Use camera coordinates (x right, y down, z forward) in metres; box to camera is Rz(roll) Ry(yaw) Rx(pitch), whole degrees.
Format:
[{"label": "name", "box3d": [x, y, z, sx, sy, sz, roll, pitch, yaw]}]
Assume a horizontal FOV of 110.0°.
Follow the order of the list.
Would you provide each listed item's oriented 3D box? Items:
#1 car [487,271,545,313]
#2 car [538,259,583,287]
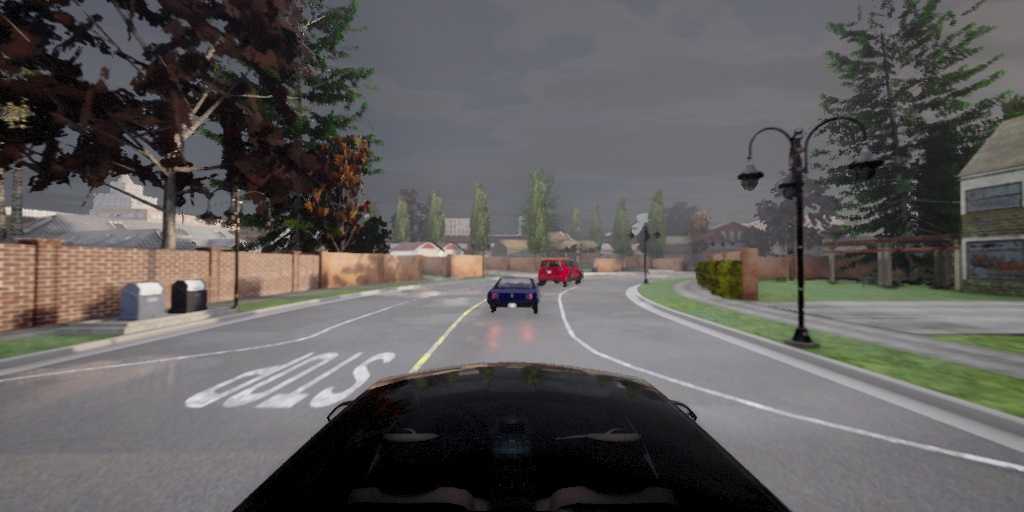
[{"label": "car", "box3d": [0.255, 1.498, 14.991, 1.895, 1.301, 4.718, 0, -1, 6]}, {"label": "car", "box3d": [3.844, 1.260, 28.058, 2.150, 2.045, 5.566, -1, 0, 26]}]
